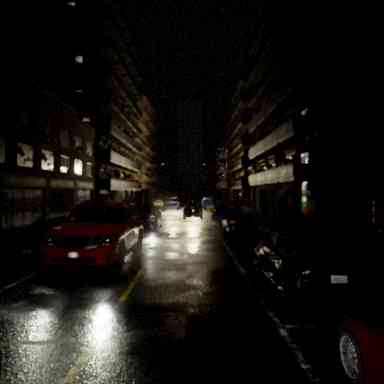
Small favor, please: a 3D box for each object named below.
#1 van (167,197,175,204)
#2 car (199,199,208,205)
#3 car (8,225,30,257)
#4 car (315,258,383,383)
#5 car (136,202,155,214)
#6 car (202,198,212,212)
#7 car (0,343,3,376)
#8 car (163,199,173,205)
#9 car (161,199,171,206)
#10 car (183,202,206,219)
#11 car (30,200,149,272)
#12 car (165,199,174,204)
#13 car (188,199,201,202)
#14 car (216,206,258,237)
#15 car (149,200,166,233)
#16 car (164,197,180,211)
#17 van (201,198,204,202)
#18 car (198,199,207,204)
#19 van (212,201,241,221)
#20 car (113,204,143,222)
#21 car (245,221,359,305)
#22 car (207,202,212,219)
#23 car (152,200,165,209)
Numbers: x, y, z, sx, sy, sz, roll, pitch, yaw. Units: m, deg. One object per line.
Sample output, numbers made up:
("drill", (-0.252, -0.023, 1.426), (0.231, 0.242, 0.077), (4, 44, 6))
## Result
("van", (-5.718, 2.253, 90.991), (1.690, 1.788, 3.998), (0, -1, 0))
("car", (2.667, 2.348, 79.930), (2.008, 1.369, 4.403), (-1, -1, 0))
("car", (-5.700, 1.698, 13.664), (1.947, 1.339, 4.313), (0, -1, 0))
("car", (2.683, 1.608, 2.606), (1.802, 1.307, 4.206), (0, -1, 0))
("car", (-5.706, 1.986, 41.279), (1.802, 1.307, 4.206), (0, -1, 0))
("car", (2.673, 1.987, 46.962), (1.752, 1.417, 4.829), (0, -1, 0))
("car", (-3.092, 1.584, 1.983), (1.994, 1.385, 4.181), (0, -1, 0))
("car", (-5.714, 2.342, 79.942), (1.887, 1.381, 4.507), (0, -1, 0))
("car", (-5.712, 2.306, 74.418), (1.947, 1.339, 4.313), (0, -1, 0))
("car", (0.098, 1.914, 32.074), (1.895, 1.301, 4.718), (0, -1, 0))
("car", (-3.084, 1.334, 11.554), (2.150, 2.045, 5.566), (0, -1, 1))
("car", (-5.715, 2.399, 85.466), (1.887, 1.381, 4.507), (0, -1, 0))
("car", (0.036, 1.991, 47.345), (1.812, 1.442, 4.674), (0, -1, 0))
("car", (2.679, 1.731, 19.176), (1.887, 1.381, 4.507), (0, -1, 0))
("car", (-3.087, 1.559, 21.316), (2.097, 1.767, 4.553), (0, -1, 0))
("car", (-3.010, 1.799, 49.005), (2.150, 2.045, 5.566), (0, -1, 0))
("van", (2.669, 1.913, 57.841), (1.690, 1.788, 3.998), (-1, -1, 0))
("car", (2.666, 2.405, 85.453), (2.008, 1.369, 4.403), (-1, -1, 0))
("van", (2.677, 1.582, 24.701), (1.690, 1.788, 3.998), (0, -1, 0))
("car", (-5.704, 1.839, 30.234), (1.887, 1.381, 4.507), (0, -1, 0))
("car", (2.682, 1.645, 8.130), (1.947, 1.339, 4.313), (0, -1, 0))
("car", (2.677, 1.861, 30.223), (1.947, 1.339, 4.313), (0, -1, 0))
("car", (-5.710, 2.094, 57.680), (1.752, 1.417, 4.829), (0, -1, 0))
